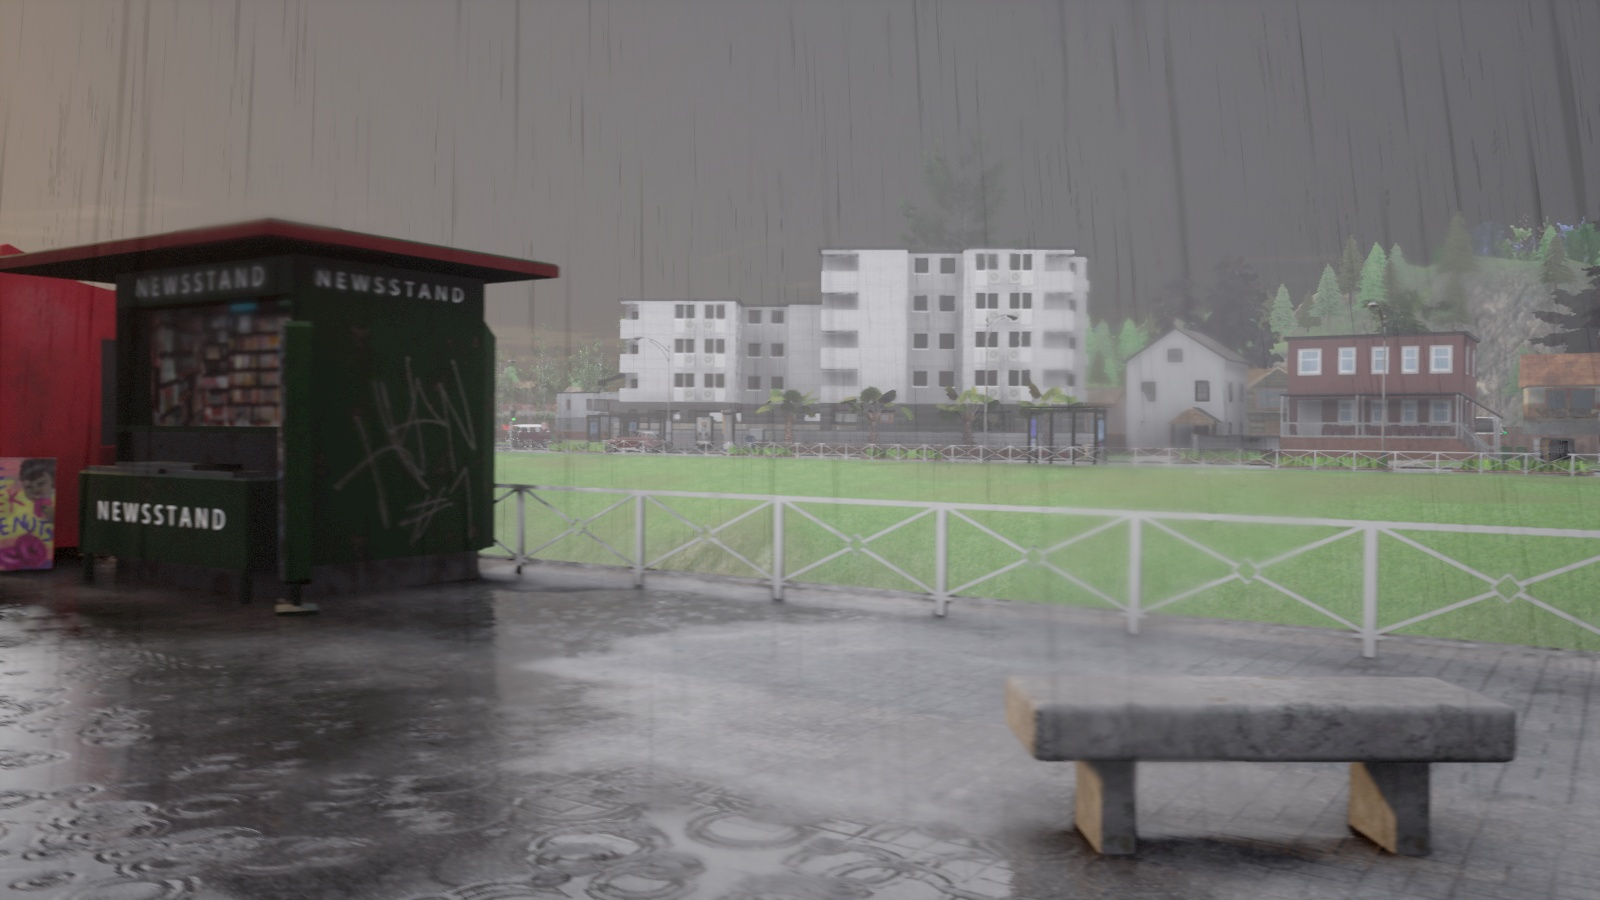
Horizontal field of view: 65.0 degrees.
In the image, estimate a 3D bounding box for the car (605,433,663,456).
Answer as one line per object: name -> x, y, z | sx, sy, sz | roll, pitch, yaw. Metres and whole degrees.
car -> -11.358, -0.359, 85.850 | 3.705, 1.549, 1.789 | 0, 1, 34
